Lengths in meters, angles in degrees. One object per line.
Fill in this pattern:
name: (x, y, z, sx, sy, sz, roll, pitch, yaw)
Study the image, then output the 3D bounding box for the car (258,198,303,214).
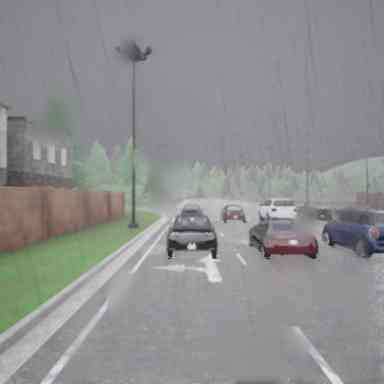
car: (7.006, 1.535, 27.560, 2.150, 2.045, 5.566, 0, 0, 0)

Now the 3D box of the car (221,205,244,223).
car: (3.519, 1.850, 28.891, 1.812, 1.442, 4.674, 0, 0, 1)

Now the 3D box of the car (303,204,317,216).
car: (10.520, 1.806, 29.227, 1.882, 1.535, 5.008, 0, 0, 0)

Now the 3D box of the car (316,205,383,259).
car: (7.017, 1.503, 13.414, 2.097, 1.767, 4.553, 0, -1, 0)

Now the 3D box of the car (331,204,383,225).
car: (14.015, 1.813, 28.495, 2.128, 1.511, 4.902, 0, 0, 0)

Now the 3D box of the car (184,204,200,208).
car: (0.015, 1.828, 28.487, 1.837, 1.490, 4.892, 0, 0, 0)

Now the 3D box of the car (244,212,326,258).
car: (3.519, 1.717, 13.483, 1.994, 1.385, 4.181, 0, -1, 0)

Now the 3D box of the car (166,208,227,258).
car: (0.017, 1.646, 13.490, 2.128, 1.511, 4.902, 0, 0, 0)
